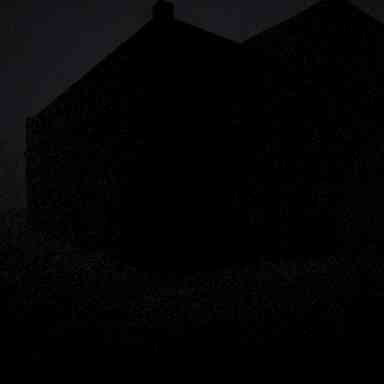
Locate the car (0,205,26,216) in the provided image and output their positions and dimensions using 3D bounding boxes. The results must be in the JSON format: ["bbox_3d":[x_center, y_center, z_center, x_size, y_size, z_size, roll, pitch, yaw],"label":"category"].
[{"bbox_3d":[-27.518,2.781,50.989,4.553,1.767,2.185,0,-3,24],"label":"car"}]

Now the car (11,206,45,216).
[{"bbox_3d":[-26.404,3.067,53.533,4.792,1.488,2.163,0,-3,24],"label":"car"}]

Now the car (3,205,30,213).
[{"bbox_3d":[-34.955,3.388,66.212,5.366,1.575,1.946,0,-2,24],"label":"car"}]

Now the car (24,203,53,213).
[{"bbox_3d":[-32.909,3.327,71.411,5.566,2.045,2.435,0,-2,24],"label":"car"}]

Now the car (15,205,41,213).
[{"bbox_3d":[-34.011,3.489,68.842,5.008,1.535,2.097,0,-2,24],"label":"car"}]
